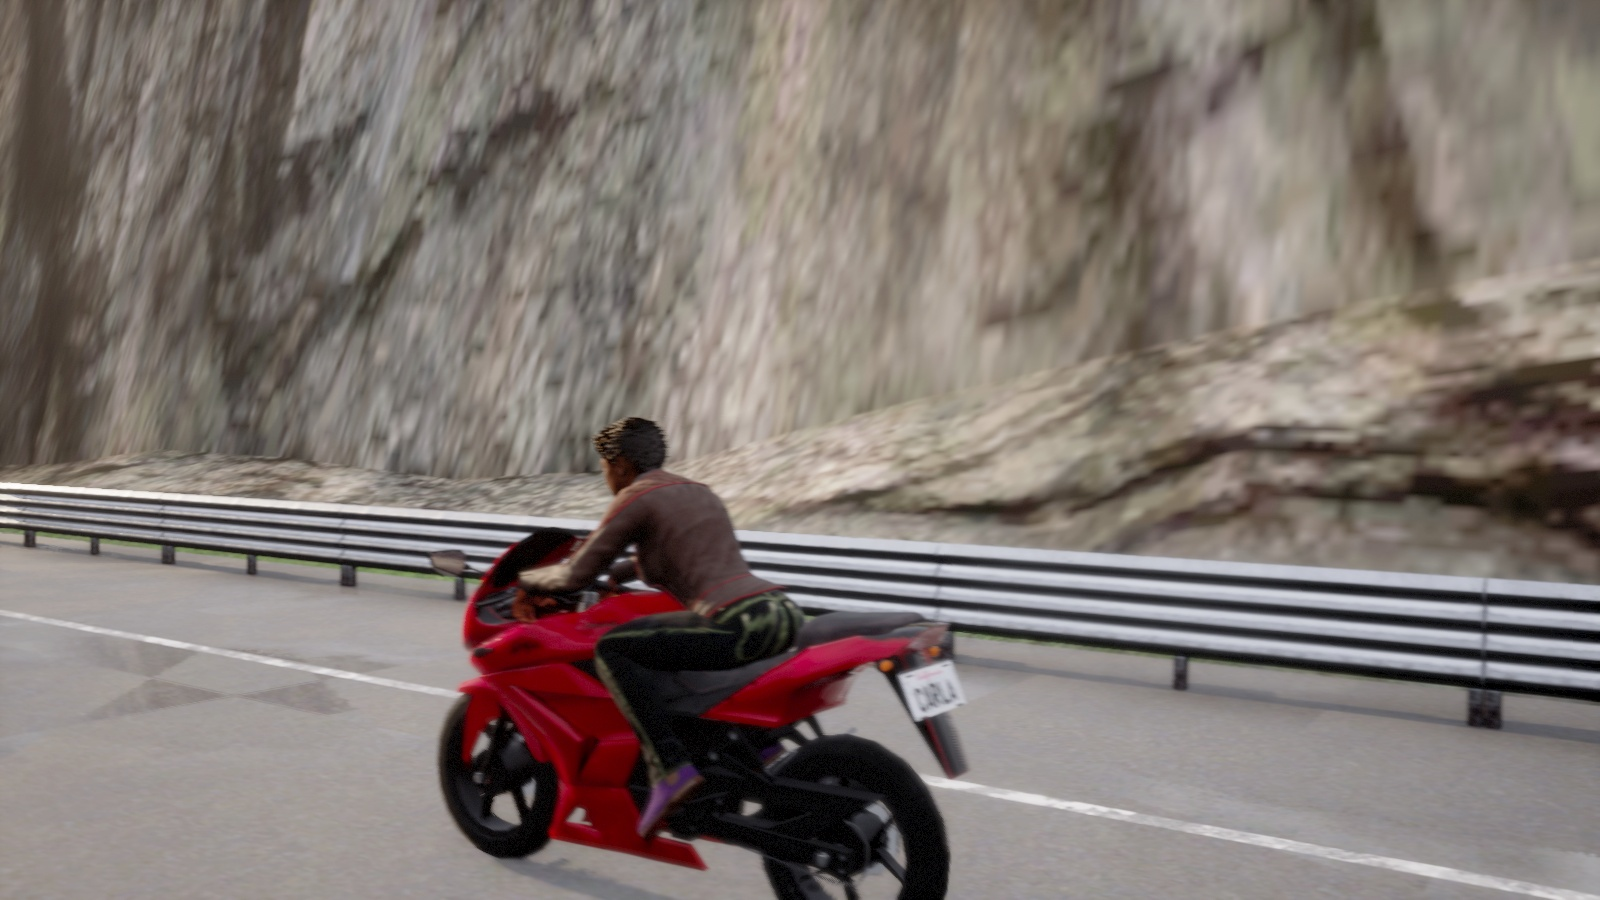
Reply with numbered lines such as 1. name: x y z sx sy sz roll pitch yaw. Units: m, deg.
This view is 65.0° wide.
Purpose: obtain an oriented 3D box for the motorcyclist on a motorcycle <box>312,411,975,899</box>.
1. motorcyclist on a motorcycle: -0.556 0.663 3.984 2.044 1.523 0.797 0 1 34
